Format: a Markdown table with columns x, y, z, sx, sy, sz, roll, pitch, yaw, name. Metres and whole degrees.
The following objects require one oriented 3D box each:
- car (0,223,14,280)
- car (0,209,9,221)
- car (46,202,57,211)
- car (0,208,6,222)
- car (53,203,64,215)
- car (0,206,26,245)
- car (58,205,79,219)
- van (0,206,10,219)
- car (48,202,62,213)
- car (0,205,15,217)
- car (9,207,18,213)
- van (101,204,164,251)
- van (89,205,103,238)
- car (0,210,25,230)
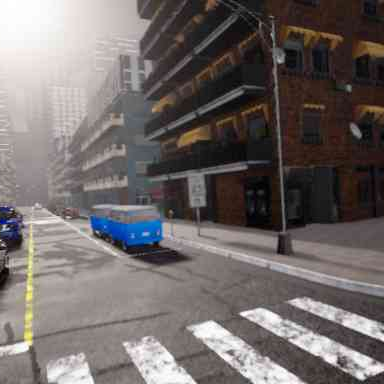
| x | y | z | sx | sy | sz | roll | pitch | yaw | name |
| --- | --- | --- | --- | --- | --- | --- | --- | --- | --- |
| -6.204 | 1.893 | 9.064 | 1.837 | 1.490 | 4.892 | -4 | 0 | -24 | car |
| -27.088 | 3.248 | 46.796 | 2.008 | 1.369 | 4.403 | -4 | 0 | -26 | car |
| -34.071 | 3.452 | 80.689 | 2.192 | 1.841 | 5.009 | -4 | 0 | -26 | car |
| -24.681 | 2.986 | 41.743 | 1.967 | 1.590 | 4.097 | -4 | 0 | -26 | car |
| -19.637 | 2.755 | 50.529 | 1.752 | 1.417 | 4.829 | -4 | 0 | -26 | car |
| -11.026 | 1.913 | 19.102 | 2.150 | 2.045 | 5.566 | -4 | 0 | -26 | car |
| -14.729 | 2.504 | 40.272 | 1.802 | 1.307 | 4.206 | -4 | 0 | -26 | car |
| -29.519 | 3.191 | 51.847 | 1.690 | 1.788 | 3.998 | -4 | 0 | -26 | van |
| -24.410 | 2.844 | 60.480 | 2.192 | 1.841 | 5.009 | -4 | 0 | -26 | car |
| -34.372 | 3.470 | 61.942 | 2.192 | 1.841 | 5.009 | -4 | 0 | -26 | car |
| -44.022 | 4.345 | 82.149 | 1.802 | 1.307 | 4.206 | -4 | 0 | -26 | car |
| -2.671 | 1.506 | 15.007 | 1.690 | 1.788 | 3.998 | -4 | 0 | -26 | van |
| -5.086 | 1.658 | 20.060 | 1.690 | 1.788 | 3.998 | -4 | 0 | -26 | van |
| -16.565 | 2.543 | 30.763 | 1.837 | 1.490 | 4.892 | -4 | 0 | -25 | car |
